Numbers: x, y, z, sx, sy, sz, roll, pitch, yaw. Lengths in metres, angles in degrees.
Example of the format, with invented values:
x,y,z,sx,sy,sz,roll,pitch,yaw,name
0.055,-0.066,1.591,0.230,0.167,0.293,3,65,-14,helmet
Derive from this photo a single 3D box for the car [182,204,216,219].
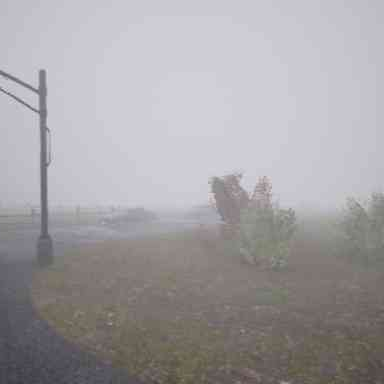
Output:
x,y,z,sx,sy,sz,roll,pitch,yaw,name
0.938,2.011,35.072,1.837,1.490,4.892,-2,-2,36,car

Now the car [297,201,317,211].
x,y,z,sx,sy,sz,roll,pitch,yaw,name
18.371,2.168,52.964,1.882,1.535,5.008,-2,-2,36,car

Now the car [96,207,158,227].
x,y,z,sx,sy,sz,roll,pitch,yaw,name
-5.021,1.942,26.817,2.033,1.411,5.357,-2,-2,36,car
